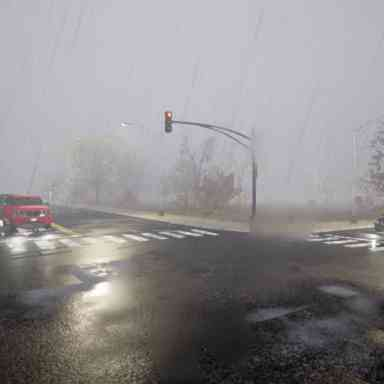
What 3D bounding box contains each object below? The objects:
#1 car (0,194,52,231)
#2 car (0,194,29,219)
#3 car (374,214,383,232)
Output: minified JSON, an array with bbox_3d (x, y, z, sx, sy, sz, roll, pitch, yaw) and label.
[{"bbox_3d":[-10.489,1.201,20.992,2.150,2.045,5.566,0,0,-35],"label":"car"},{"bbox_3d":[-16.263,1.187,30.069,2.150,2.045,5.566,0,0,-33],"label":"car"},{"bbox_3d":[13.267,1.764,20.828,4.892,1.490,1.837,1,0,-36],"label":"car"}]
